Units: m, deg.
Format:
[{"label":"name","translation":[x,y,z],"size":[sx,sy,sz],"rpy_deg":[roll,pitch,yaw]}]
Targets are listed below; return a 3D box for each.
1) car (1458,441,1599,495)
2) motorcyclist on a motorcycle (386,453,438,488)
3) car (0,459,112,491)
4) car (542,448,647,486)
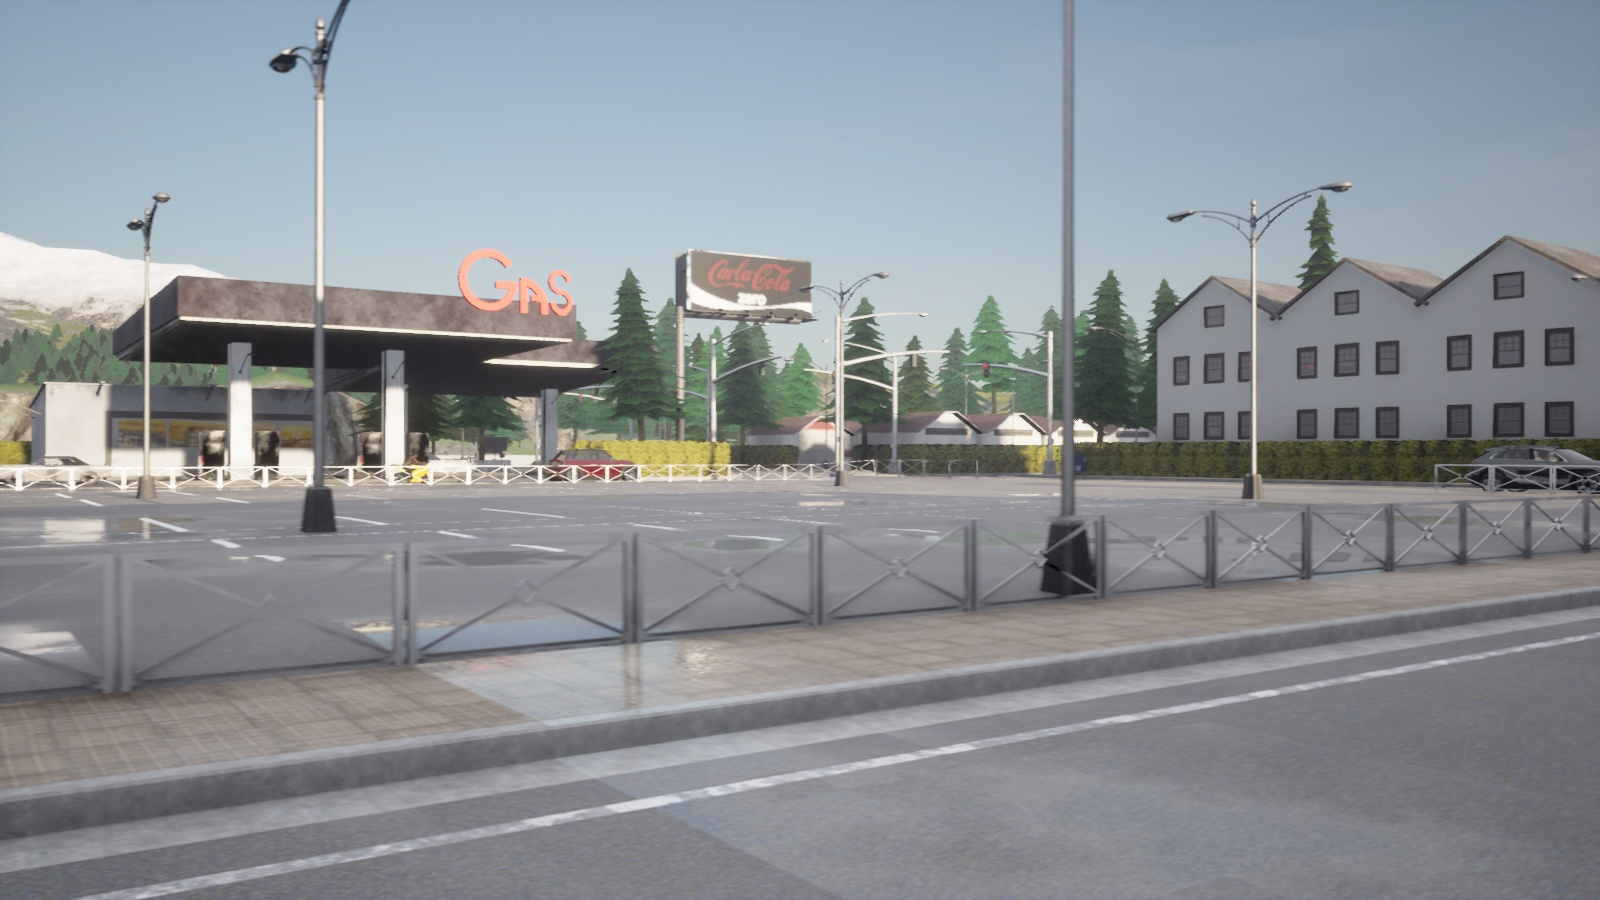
[{"label":"car","translation":[24.284,0.547,40.686],"size":[2.033,1.649,4.856],"rpy_deg":[0,0,-35]},{"label":"motorcyclist on a motorcycle","translation":[-17.267,0.916,55.888],"size":[2.044,1.523,0.797],"rpy_deg":[0,0,-35]},{"label":"car","translation":[-33.154,1.066,55.232],"size":[1.895,1.301,4.718],"rpy_deg":[0,0,41]},{"label":"car","translation":[-9.949,0.789,60.920],"size":[4.553,1.767,2.097],"rpy_deg":[0,0,-35]}]
